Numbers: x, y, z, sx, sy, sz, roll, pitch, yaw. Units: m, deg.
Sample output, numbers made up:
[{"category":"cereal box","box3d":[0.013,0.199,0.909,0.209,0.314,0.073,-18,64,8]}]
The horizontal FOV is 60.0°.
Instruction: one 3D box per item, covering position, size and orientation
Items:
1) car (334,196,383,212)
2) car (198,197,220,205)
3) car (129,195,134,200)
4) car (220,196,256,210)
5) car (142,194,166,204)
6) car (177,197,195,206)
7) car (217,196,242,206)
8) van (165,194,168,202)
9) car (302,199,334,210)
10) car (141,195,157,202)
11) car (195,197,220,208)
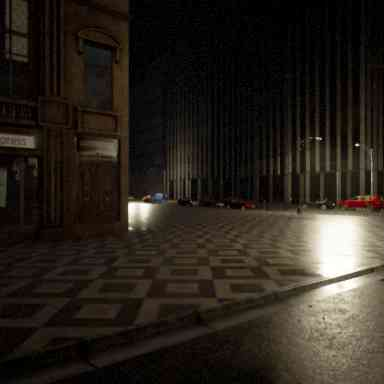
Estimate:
[{"category":"car","box3d":[19.728,1.354,38.567,2.192,1.841,5.009,0,0,-36]},{"category":"car","box3d":[3.047,1.604,61.306,1.802,1.307,4.206,0,0,-36]},{"category":"car","box3d":[-17.083,1.485,88.760,1.752,1.417,4.829,1,0,-35]},{"category":"car","box3d":[6.166,1.573,42.640,1.887,1.381,4.507,0,0,-36]},{"category":"car","box3d":[-7.176,1.564,60.828,2.008,1.369,4.403,0,0,-36]},{"category":"car","box3d":[-0.505,1.462,51.734,1.967,1.590,4.097,0,0,-36]},{"category":"car","box3d":[6.384,1.466,56.757,1.967,1.590,4.097,0,0,-36]},{"category":"van","box3d":[-6.959,1.343,74.948,1.690,1.788,3.998,0,0,-36]},{"category":"car","box3d":[16.391,1.601,43.115,1.947,1.339,4.313,0,0,-36]},{"category":"car","box3d":[-10.397,1.515,79.635,1.752,1.417,4.829,0,0,-36]},{"category":"car","box3d":[2.830,1.607,47.187,1.802,1.307,4.206,0,0,-36]}]
